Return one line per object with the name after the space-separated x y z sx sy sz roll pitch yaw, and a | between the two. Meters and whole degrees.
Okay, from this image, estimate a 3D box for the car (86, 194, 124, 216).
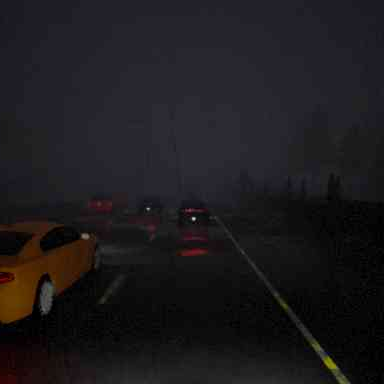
-6.908 0.917 26.874 2.097 1.767 4.553 0 1 0 | car

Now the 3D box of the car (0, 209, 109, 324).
-3.402 1.363 7.035 1.882 1.535 5.008 0 1 0 | car

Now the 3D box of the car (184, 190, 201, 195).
0.088 0.534 39.644 1.812 1.442 4.674 0 4 0 | car

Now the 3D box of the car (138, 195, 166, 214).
-3.409 1.037 28.381 1.837 1.490 4.892 0 1 0 | car

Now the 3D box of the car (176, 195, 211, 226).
0.094 1.172 20.629 1.837 1.490 4.892 0 1 0 | car
